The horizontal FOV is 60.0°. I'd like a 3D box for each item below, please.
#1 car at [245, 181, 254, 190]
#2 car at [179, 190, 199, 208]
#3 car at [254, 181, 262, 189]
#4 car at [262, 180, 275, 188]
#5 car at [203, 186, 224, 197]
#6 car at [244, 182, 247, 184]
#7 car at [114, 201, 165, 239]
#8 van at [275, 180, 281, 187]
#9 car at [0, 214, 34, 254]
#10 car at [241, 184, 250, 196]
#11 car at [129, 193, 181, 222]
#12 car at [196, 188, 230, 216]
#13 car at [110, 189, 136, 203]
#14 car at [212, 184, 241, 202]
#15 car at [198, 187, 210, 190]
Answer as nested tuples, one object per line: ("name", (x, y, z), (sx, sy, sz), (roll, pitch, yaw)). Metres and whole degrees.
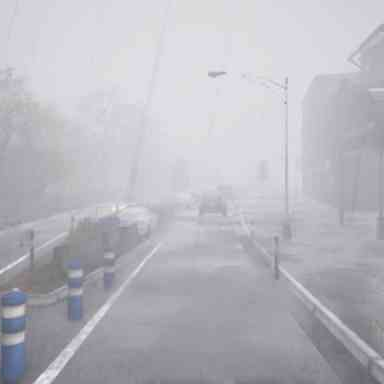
("car", (11.128, -1.045, 71.946), (2.231, 1.521, 4.892), (-3, 2, 25))
("car", (-0.885, 0.790, 34.045), (2.002, 1.452, 4.674), (-1, 2, 11))
("car", (13.588, -1.546, 76.987), (2.435, 2.045, 5.566), (-3, 2, 27))
("car", (19.160, -1.777, 86.863), (1.946, 1.575, 5.366), (-2, 2, 33))
("car", (3.416, -0.088, 51.771), (2.097, 1.535, 5.008), (0, 3, 17))
("car", (8.846, -0.797, 66.847), (2.231, 1.521, 4.892), (-3, 2, 24))
("car", (-2.906, 1.513, 17.518), (2.002, 1.452, 4.674), (-2, 2, 3))
("van", (22.106, -2.216, 91.513), (1.878, 1.987, 4.442), (-3, 2, 31))
("car", (-7.004, 1.476, 11.119), (1.895, 1.301, 4.718), (0, 1, -8))
("car", (7.314, -0.077, 52.262), (1.994, 1.385, 4.181), (0, 3, 19))
("car", (-2.477, 1.190, 23.638), (2.097, 1.535, 5.008), (1, 3, 9))
("car", (1.795, 0.893, 26.958), (2.097, 1.767, 4.553), (0, 3, 7))
("car", (-7.628, 0.423, 37.326), (2.128, 1.511, 4.902), (0, 2, 6))
("car", (4.330, 0.119, 40.782), (2.150, 2.045, 5.566), (0, 2, 13))
("car", (0.359, 0.475, 40.145), (2.097, 1.535, 5.008), (0, 3, 13))
